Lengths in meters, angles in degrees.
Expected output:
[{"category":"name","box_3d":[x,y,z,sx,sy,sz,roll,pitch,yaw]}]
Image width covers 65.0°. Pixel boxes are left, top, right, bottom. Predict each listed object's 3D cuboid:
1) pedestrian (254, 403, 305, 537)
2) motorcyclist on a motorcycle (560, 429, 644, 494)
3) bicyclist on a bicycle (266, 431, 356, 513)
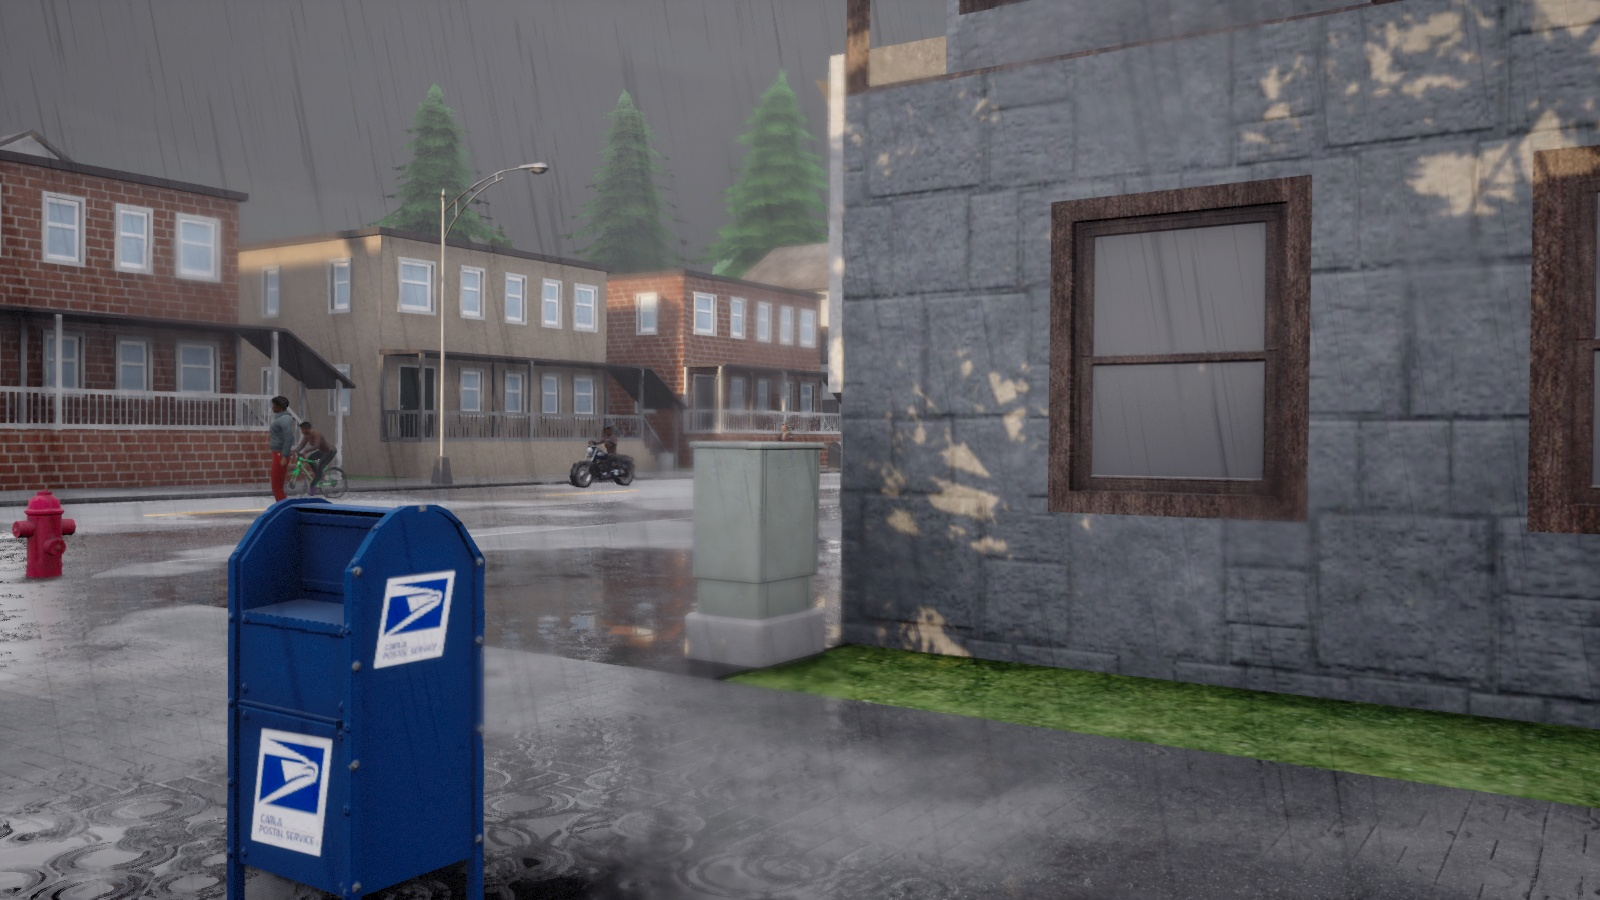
[{"category":"pedestrian","box_3d":[-7.312,0.267,17.629,0.614,1.847,0.353,-1,1,-26]},{"category":"motorcyclist on a motorcycle","box_3d":[-5.192,0.277,33.125,0.766,1.649,2.350,0,1,33]},{"category":"bicyclist on a bicycle","box_3d":[-10.012,0.423,25.776,0.582,1.620,1.656,0,1,34]}]
